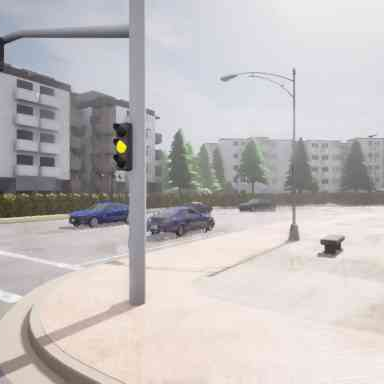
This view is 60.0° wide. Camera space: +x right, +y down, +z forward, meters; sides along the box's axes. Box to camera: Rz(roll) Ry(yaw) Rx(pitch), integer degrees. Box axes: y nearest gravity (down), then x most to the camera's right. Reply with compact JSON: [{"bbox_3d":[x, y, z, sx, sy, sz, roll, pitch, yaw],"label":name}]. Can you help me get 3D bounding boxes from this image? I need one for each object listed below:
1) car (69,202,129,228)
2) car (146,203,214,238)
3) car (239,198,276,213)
[{"bbox_3d":[-5.950,1.478,22.606,1.882,1.535,5.008,0,0,34],"label":"car"},{"bbox_3d":[-0.536,1.526,17.914,1.812,1.442,4.674,0,0,33],"label":"car"},{"bbox_3d":[7.495,1.478,37.917,5.008,1.535,1.882,0,0,-36],"label":"car"}]
